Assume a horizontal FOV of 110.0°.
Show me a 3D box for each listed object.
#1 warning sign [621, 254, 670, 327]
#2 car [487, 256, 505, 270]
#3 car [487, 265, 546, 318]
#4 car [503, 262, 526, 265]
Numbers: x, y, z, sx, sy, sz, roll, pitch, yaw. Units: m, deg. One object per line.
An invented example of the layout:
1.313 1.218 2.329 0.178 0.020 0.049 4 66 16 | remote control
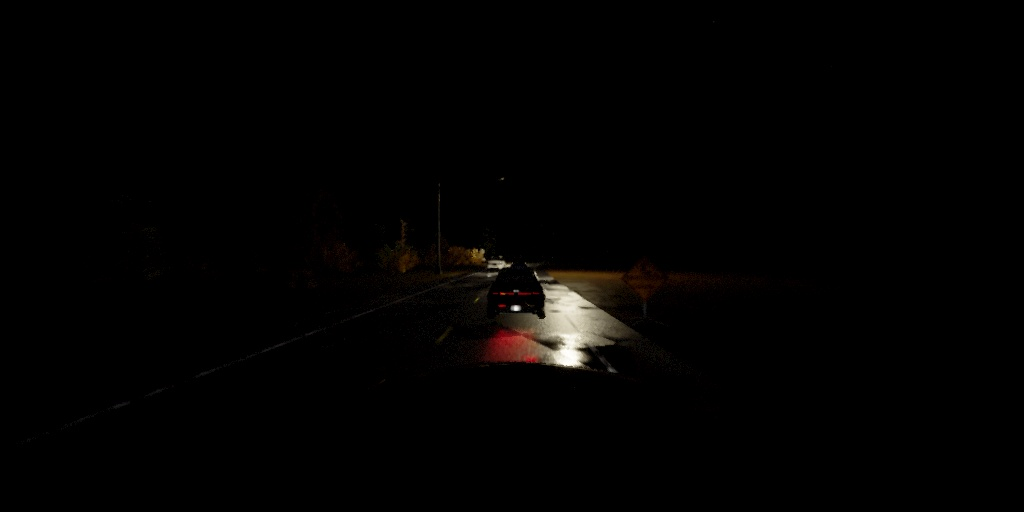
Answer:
3.587 0.882 9.728 1.300 1.860 1.060 0 0 1 | warning sign
-2.159 1.044 50.514 2.150 2.045 5.566 0 0 4 | car
0.163 1.276 12.983 1.837 1.490 4.892 0 0 1 | car
0.535 1.320 28.893 1.812 1.442 4.674 0 0 2 | car
